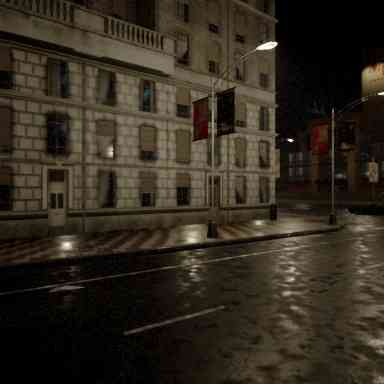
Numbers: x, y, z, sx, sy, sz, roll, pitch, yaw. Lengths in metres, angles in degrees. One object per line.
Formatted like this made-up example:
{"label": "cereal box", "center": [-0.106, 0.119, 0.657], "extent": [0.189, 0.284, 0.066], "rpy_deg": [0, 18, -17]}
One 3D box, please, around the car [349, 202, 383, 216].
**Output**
{"label": "car", "center": [16.608, 1.601, 29.535], "extent": [1.895, 1.301, 4.718], "rpy_deg": [0, 0, -30]}
